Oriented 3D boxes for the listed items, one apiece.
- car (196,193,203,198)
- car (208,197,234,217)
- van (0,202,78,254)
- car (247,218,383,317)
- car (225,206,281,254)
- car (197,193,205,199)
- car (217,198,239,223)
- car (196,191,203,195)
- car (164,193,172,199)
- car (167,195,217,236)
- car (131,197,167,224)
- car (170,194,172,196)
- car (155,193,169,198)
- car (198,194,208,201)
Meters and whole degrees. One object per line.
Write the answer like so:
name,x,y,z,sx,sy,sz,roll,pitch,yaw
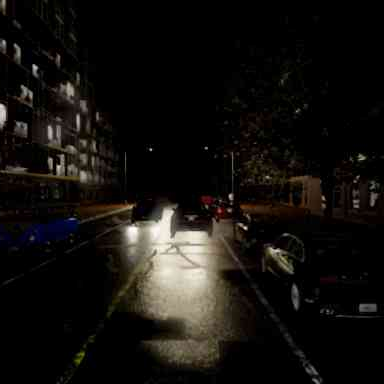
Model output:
car,2.105,0.950,92.591,1.947,1.339,4.313,0,0,0
car,2.501,1.259,29.977,1.967,1.590,4.097,0,0,0
van,-5.771,1.294,12.851,1.690,1.788,3.998,0,0,0
car,2.646,1.503,7.209,2.008,1.369,4.403,0,0,0
car,2.610,1.472,12.901,2.008,1.369,4.403,0,0,0
car,2.177,1.036,81.207,1.947,1.339,4.313,0,0,0
car,2.538,1.293,24.285,1.967,1.590,4.097,0,0,0
car,-0.147,1.132,37.774,2.097,1.767,4.553,0,0,0
car,-6.240,1.025,86.855,1.947,1.339,4.313,0,0,0
car,-0.033,1.254,17.727,2.097,1.767,4.553,0,0,0
car,-3.152,1.354,24.045,1.882,1.535,5.008,0,0,0
car,-6.203,1.047,81.162,1.887,1.381,4.507,0,0,0
car,-6.095,1.171,64.085,1.887,1.381,4.507,0,0,0
car,2.249,1.119,69.823,1.947,1.339,4.313,0,0,0
